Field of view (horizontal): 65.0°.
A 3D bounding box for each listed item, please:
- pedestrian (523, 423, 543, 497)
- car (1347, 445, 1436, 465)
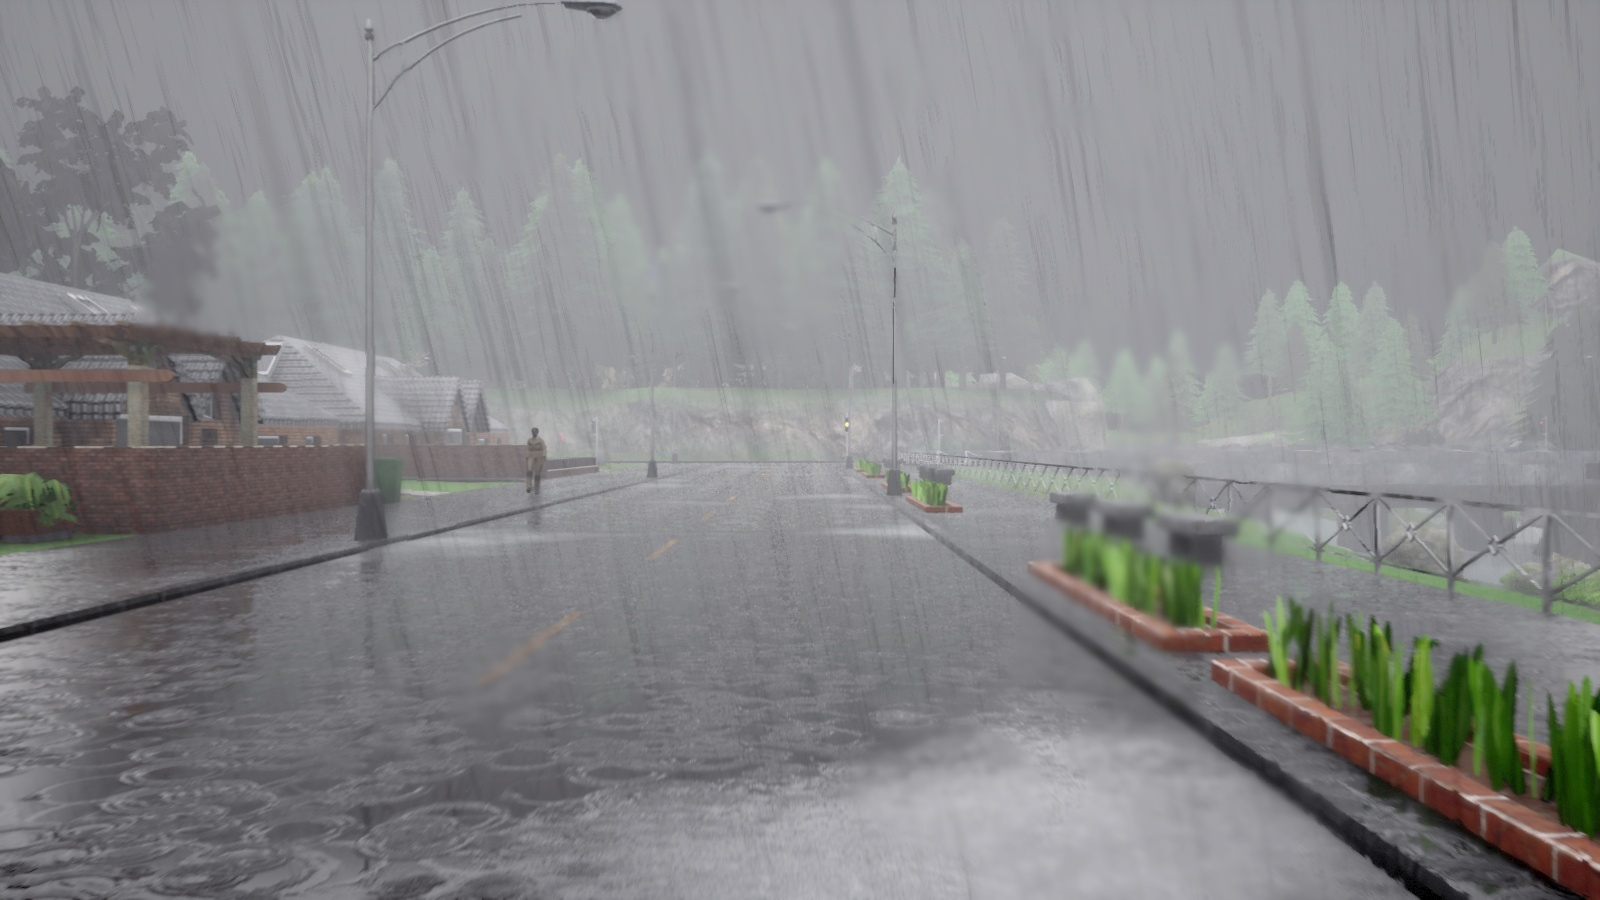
[{"bbox_3d":[-7.081,0.263,33.320,0.396,1.930,0.692,0,0,1],"label":"pedestrian"},{"bbox_3d":[41.970,0.325,89.193,5.357,1.411,2.033,0,0,0],"label":"car"}]
